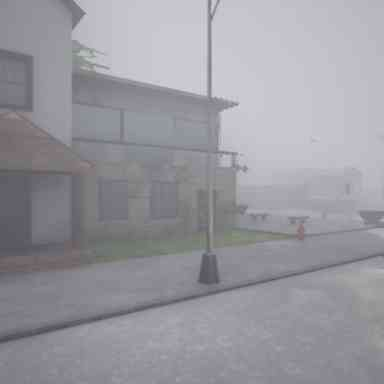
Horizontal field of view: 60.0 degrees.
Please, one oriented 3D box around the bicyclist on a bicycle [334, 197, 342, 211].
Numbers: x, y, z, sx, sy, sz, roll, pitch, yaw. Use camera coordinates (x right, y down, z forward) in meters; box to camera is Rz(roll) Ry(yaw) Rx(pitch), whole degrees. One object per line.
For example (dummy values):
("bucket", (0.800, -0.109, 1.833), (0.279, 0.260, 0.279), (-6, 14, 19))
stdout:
("bicyclist on a bicycle", (16.828, 1.380, 38.290), (1.656, 1.620, 0.582), (0, 0, -35))
